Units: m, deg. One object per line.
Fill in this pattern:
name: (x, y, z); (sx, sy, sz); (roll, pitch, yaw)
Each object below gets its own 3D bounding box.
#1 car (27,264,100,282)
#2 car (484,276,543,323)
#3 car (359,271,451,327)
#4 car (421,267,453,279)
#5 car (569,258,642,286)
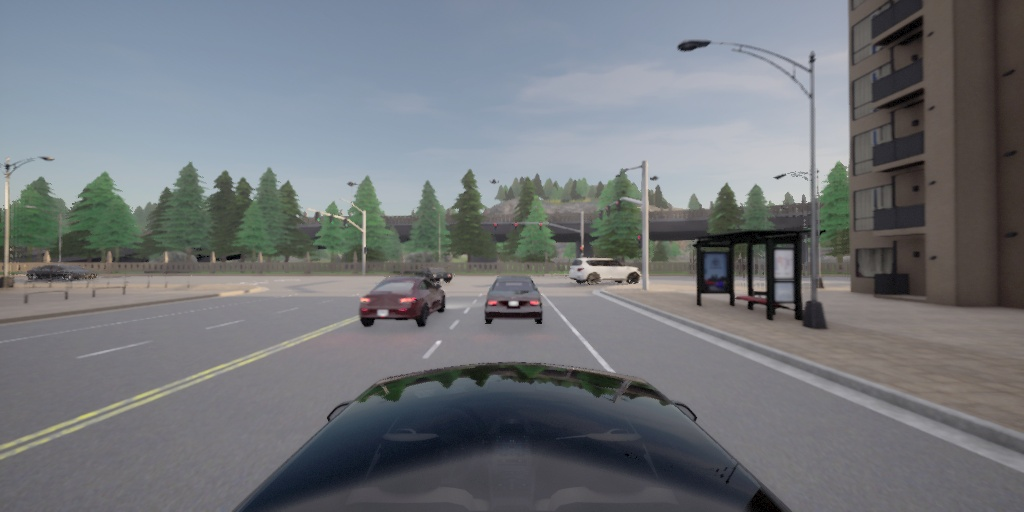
car: (-39.873, 1.500, 31.934); (4.892, 1.490, 1.837); (0, -1, -1)
car: (0.062, 1.406, 12.590); (2.033, 1.411, 5.357); (0, -1, 0)
car: (-3.442, 1.378, 11.912); (1.812, 1.442, 4.674); (0, -1, 0)
car: (-6.749, 1.610, 30.161); (1.895, 1.301, 4.718); (0, -1, -33)
car: (7.205, 1.179, 27.675); (5.566, 2.045, 2.150); (0, -1, -13)
